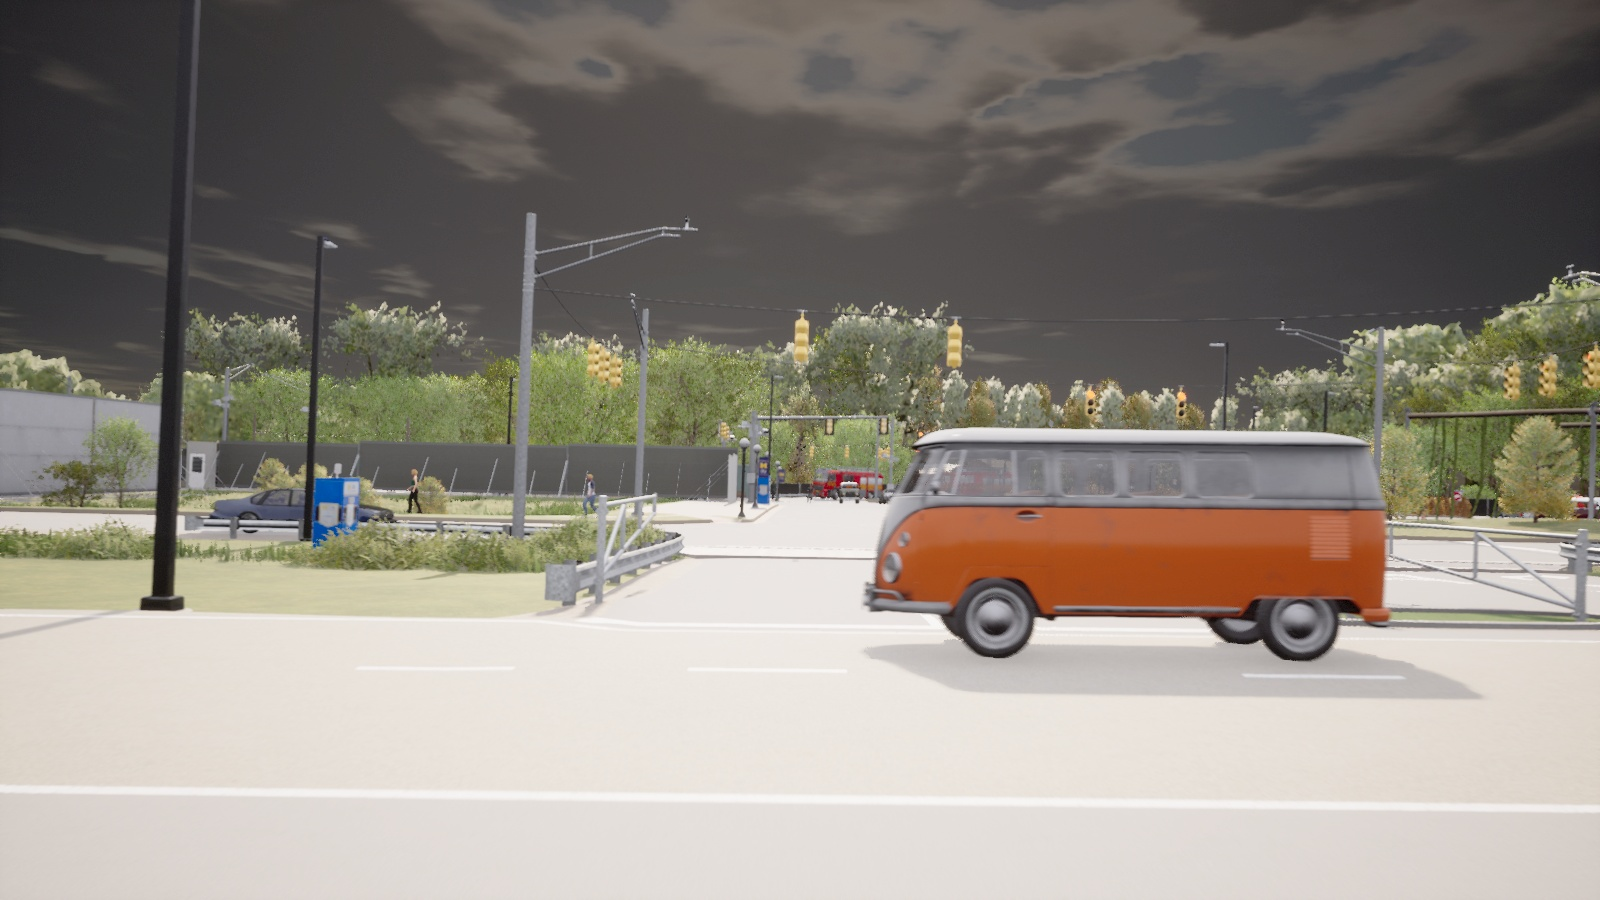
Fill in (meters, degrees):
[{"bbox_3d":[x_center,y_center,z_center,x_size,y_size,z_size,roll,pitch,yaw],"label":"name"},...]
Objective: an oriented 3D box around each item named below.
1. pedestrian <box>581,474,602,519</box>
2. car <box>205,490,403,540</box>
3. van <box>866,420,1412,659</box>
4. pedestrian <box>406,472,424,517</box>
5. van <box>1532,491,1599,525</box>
[{"bbox_3d":[-8.571,1.903,51.602,0.706,1.836,0.354,2,-1,-23],"label":"pedestrian"},{"bbox_3d":[-15.416,2.020,39.203,5.357,1.411,2.033,1,-1,1],"label":"car"},{"bbox_3d":[2.862,0.791,11.377,4.442,1.987,1.775,0,-3,1],"label":"van"},{"bbox_3d":[-15.944,1.847,51.984,0.594,1.836,0.345,2,-1,1],"label":"pedestrian"},{"bbox_3d":[49.107,3.655,79.424,2.069,2.038,4.480,2,-2,-25],"label":"van"}]
